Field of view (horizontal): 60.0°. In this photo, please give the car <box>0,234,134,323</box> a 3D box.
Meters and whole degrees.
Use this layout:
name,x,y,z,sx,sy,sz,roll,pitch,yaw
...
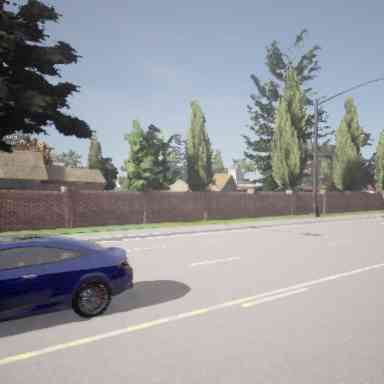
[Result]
name,x,y,z,sx,sy,sz,roll,pitch,yaw
car,-3.327,1.528,5.920,4.674,1.442,1.812,0,0,-36
